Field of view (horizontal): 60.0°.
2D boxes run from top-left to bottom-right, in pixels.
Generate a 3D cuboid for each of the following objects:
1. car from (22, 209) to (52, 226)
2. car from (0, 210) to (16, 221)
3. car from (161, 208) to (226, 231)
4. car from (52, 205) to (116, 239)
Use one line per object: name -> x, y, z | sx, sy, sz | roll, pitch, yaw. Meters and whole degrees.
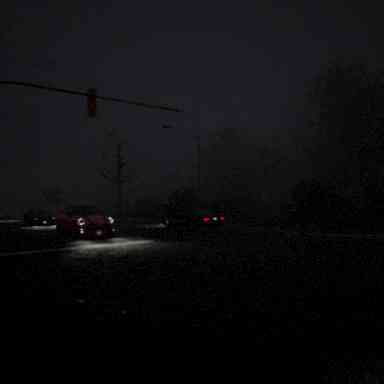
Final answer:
car -> -13.160, 2.136, 28.412 | 2.033, 1.411, 5.357 | 1, -3, -36
car -> -25.877, 3.227, 46.185 | 1.812, 1.442, 4.674 | 1, -3, -35
car -> -0.056, 1.758, 22.380 | 2.033, 1.411, 5.357 | 1, -2, -36
car -> -5.954, 1.516, 18.443 | 2.097, 1.767, 4.553 | 1, -2, -36
